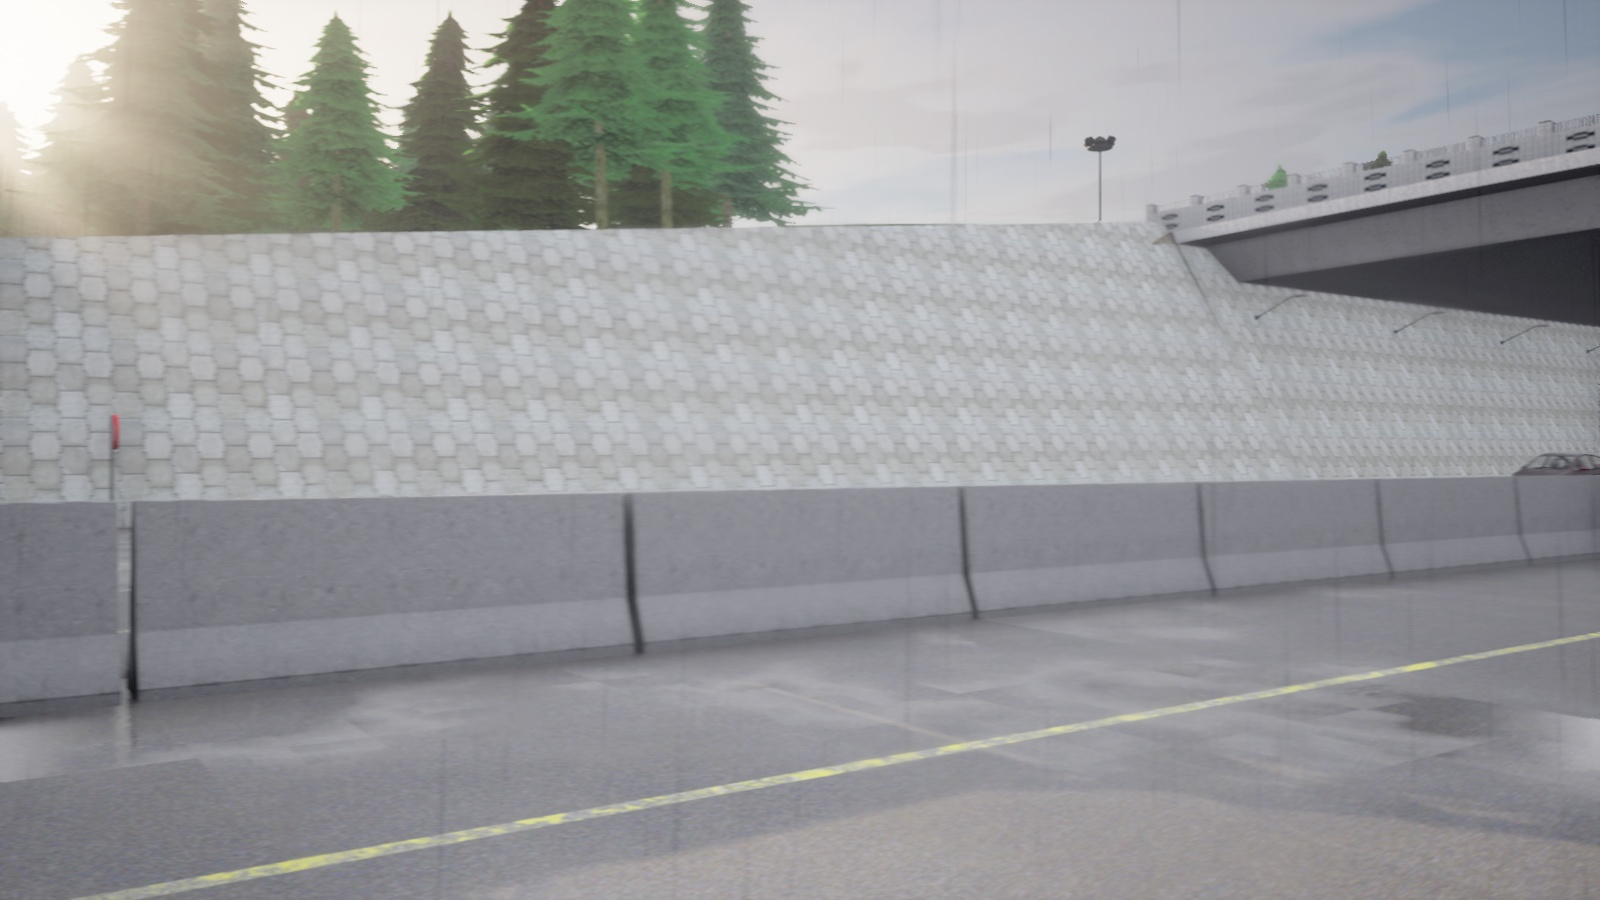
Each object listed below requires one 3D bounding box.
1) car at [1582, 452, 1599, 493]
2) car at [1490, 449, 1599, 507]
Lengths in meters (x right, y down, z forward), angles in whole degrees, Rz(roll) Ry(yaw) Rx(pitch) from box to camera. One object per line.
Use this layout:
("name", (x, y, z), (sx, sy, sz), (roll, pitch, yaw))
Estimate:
("car", (30.720, 0.806, 46.362), (3.633, 1.501, 1.845), (0, 0, -35))
("car", (21.458, 0.765, 35.652), (3.705, 1.549, 1.789), (0, 0, -35))
